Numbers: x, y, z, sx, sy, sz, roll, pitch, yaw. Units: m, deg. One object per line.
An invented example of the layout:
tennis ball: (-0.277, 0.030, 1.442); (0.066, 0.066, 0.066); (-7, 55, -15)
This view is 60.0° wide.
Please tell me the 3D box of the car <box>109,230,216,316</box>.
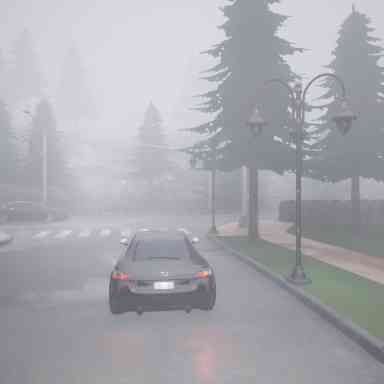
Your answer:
car: (-0.724, 1.564, 7.670); (1.994, 1.385, 4.181); (0, 0, -7)

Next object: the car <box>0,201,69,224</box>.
car: (-11.002, 1.370, 22.689); (4.892, 1.490, 1.837); (0, 0, -12)
